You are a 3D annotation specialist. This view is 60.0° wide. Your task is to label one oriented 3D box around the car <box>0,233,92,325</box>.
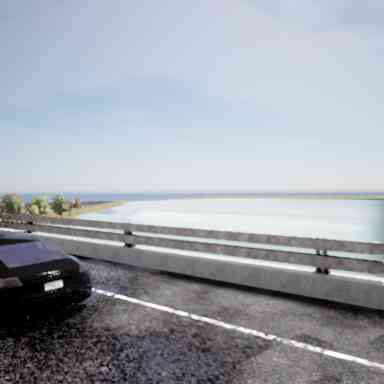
[{"bbox_3d":[-3.995,1.566,6.875,4.181,1.385,1.994,0,0,36],"label":"car"}]
